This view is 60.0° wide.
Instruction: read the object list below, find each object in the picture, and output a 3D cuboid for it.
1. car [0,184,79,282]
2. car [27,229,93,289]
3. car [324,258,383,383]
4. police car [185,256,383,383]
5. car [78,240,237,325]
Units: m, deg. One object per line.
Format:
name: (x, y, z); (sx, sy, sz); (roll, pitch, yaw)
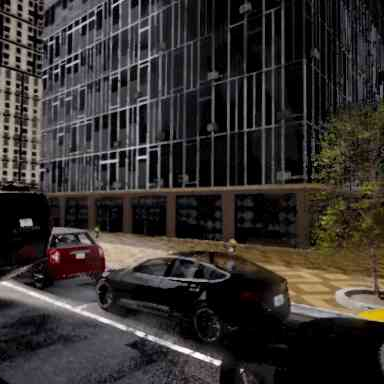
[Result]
car: (-5.790, 1.445, 7.712); (5.566, 2.045, 2.150); (-21, -7, 19)
car: (-4.580, 1.815, 10.379); (4.097, 1.590, 1.967); (-1, -3, 39)
car: (4.088, 1.733, 3.355); (4.829, 1.417, 1.752); (-1, -3, 39)
police car: (2.596, 1.567, 2.261); (5.238, 1.638, 1.930); (-1, -3, 39)
car: (-0.182, 1.856, 6.810); (4.313, 1.339, 1.947); (-1, -3, 39)
